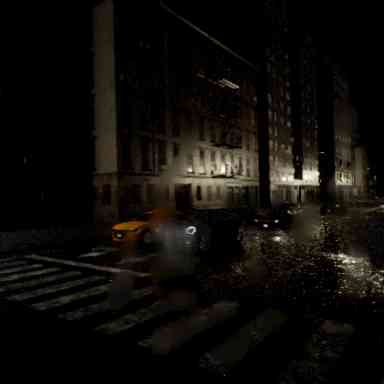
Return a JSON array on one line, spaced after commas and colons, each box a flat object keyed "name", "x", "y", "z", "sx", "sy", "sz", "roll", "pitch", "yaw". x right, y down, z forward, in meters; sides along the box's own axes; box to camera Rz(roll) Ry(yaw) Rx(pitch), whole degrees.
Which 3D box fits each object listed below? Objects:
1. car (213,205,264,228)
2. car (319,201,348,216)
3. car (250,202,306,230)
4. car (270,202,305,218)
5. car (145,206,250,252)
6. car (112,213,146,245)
[{"name": "car", "x": 3.493, "y": 1.748, "z": 24.386, "sx": 1.994, "sy": 1.385, "sz": 4.181, "roll": -2, "pitch": -1, "yaw": 36}, {"name": "car", "x": 14.333, "y": 1.604, "z": 33.665, "sx": 1.994, "sy": 1.385, "sz": 4.181, "roll": -2, "pitch": -1, "yaw": 36}, {"name": "car", "x": 6.018, "y": 1.646, "z": 22.339, "sx": 2.033, "sy": 1.411, "sz": 5.357, "roll": -2, "pitch": -1, "yaw": 36}, {"name": "car", "x": 9.352, "y": 1.707, "z": 32.380, "sx": 1.994, "sy": 1.385, "sz": 4.181, "roll": -2, "pitch": -1, "yaw": 36}, {"name": "car", "x": 0.422, "y": 1.489, "z": 14.696, "sx": 2.097, "sy": 1.767, "sz": 4.553, "roll": -2, "pitch": -1, "yaw": 36}, {"name": "car", "x": -1.817, "y": 1.698, "z": 17.135, "sx": 1.882, "sy": 1.535, "sz": 5.008, "roll": -2, "pitch": -1, "yaw": 37}]
